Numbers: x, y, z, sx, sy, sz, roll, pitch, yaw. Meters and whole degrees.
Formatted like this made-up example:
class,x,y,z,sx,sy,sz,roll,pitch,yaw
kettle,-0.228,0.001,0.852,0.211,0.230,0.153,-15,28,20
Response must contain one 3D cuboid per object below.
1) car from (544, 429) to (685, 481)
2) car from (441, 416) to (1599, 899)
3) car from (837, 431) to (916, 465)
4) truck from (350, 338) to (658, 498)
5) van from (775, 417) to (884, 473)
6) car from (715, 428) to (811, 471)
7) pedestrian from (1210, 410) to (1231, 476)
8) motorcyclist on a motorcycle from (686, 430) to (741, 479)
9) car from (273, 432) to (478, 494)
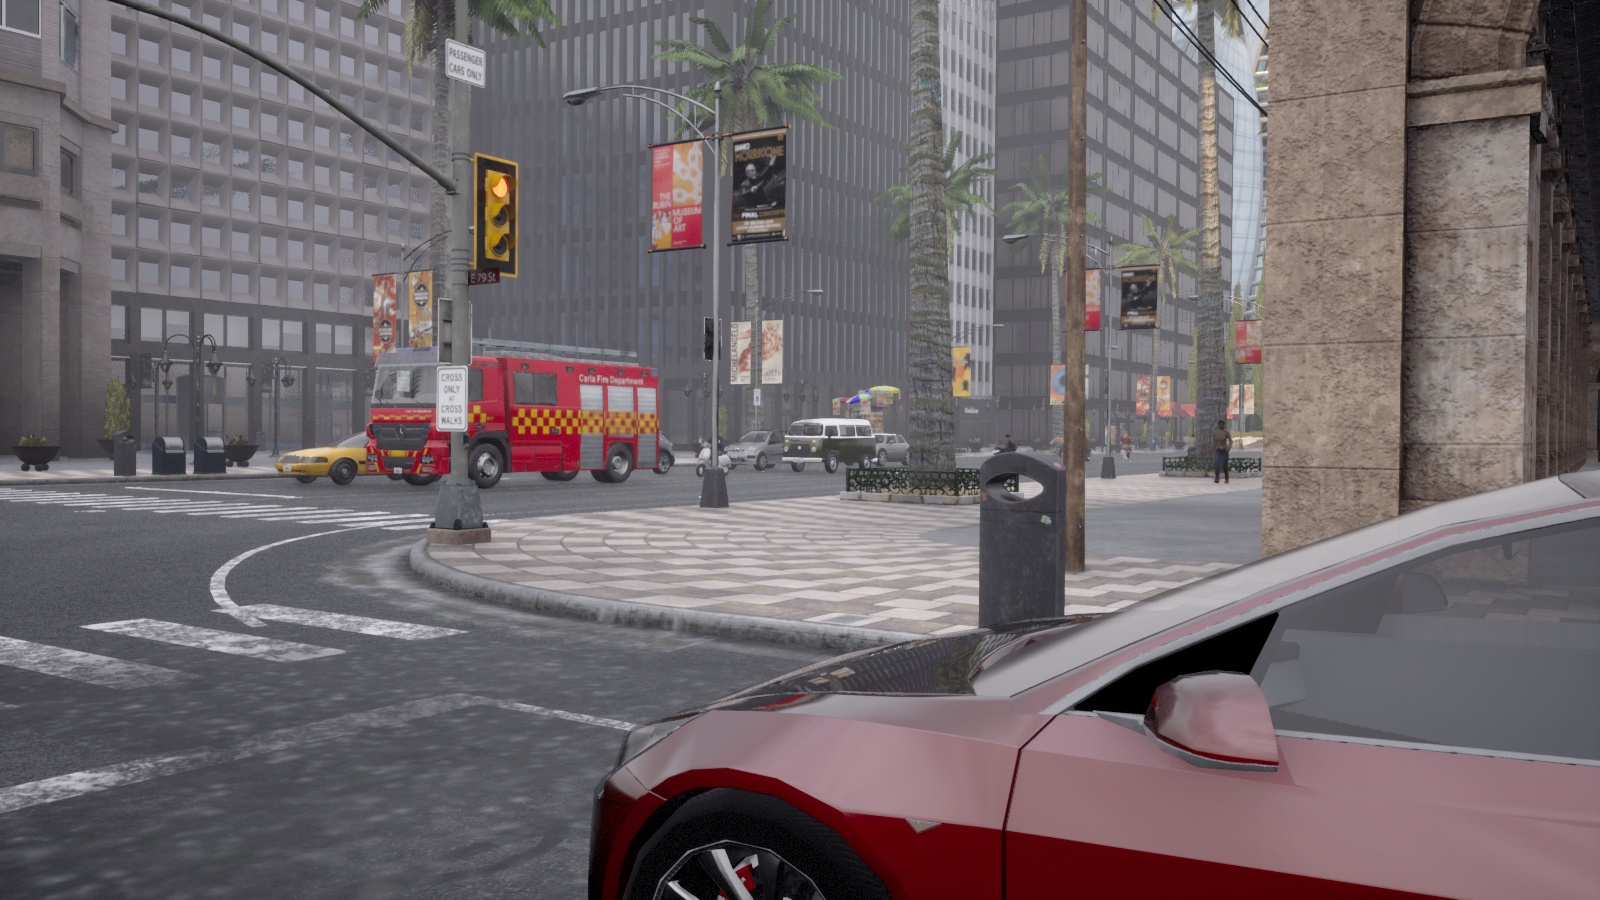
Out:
class,x,y,z,sx,sy,sz,roll,pitch,yaw
car,-6.252,0.133,42.845,2.033,1.649,4.856,0,1,34
car,1.787,0.681,2.457,4.792,1.488,2.163,0,1,33
car,3.556,-0.123,57.677,1.970,1.475,3.806,0,1,33
truck,-7.730,-0.831,34.274,2.891,3.827,8.468,0,1,33
van,1.180,-0.208,47.746,2.069,2.038,4.480,0,1,33
car,-1.431,-0.042,50.141,1.851,1.617,3.988,0,1,33
pedestrian,11.706,-0.195,34.940,0.328,1.805,0.869,0,1,33
motorcyclist on a motorcycle,-2.858,0.142,41.631,0.866,1.590,1.817,0,1,33
car,-11.593,0.301,34.719,1.801,1.575,5.366,0,1,34
